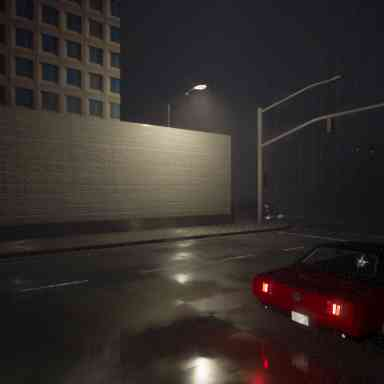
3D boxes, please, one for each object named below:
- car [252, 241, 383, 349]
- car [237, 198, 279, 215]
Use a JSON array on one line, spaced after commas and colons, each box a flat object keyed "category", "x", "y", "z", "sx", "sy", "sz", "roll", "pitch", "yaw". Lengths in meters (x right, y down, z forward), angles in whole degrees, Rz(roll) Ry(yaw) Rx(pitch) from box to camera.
[{"category": "car", "x": 3.440, "y": 1.601, "z": 6.238, "sx": 4.718, "sy": 1.301, "sz": 1.895, "roll": 0, "pitch": 0, "yaw": -35}, {"category": "car", "x": 6.848, "y": 1.407, "z": 34.698, "sx": 2.097, "sy": 1.767, "sz": 4.553, "roll": 0, "pitch": 0, "yaw": -35}]
